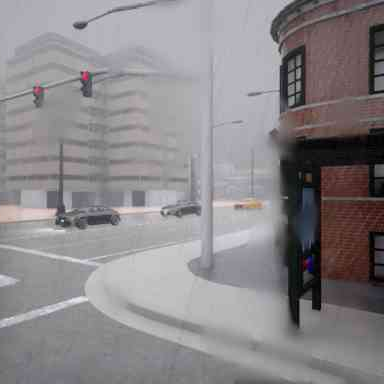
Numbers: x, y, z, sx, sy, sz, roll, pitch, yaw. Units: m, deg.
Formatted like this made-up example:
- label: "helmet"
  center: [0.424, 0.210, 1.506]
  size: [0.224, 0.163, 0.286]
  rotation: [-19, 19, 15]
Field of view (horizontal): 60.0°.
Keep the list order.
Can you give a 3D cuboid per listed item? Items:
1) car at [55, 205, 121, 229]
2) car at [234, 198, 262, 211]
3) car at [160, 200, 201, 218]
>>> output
- label: "car"
  center: [-6.677, 1.564, 21.721]
  size: [1.994, 1.385, 4.181]
  rotation: [0, 0, 35]
- label: "car"
  center: [6.882, 1.478, 40.853]
  size: [1.882, 1.535, 5.008]
  rotation: [0, 0, 35]
- label: "car"
  center: [-0.819, 1.491, 29.997]
  size: [2.128, 1.511, 4.902]
  rotation: [0, 0, 35]
